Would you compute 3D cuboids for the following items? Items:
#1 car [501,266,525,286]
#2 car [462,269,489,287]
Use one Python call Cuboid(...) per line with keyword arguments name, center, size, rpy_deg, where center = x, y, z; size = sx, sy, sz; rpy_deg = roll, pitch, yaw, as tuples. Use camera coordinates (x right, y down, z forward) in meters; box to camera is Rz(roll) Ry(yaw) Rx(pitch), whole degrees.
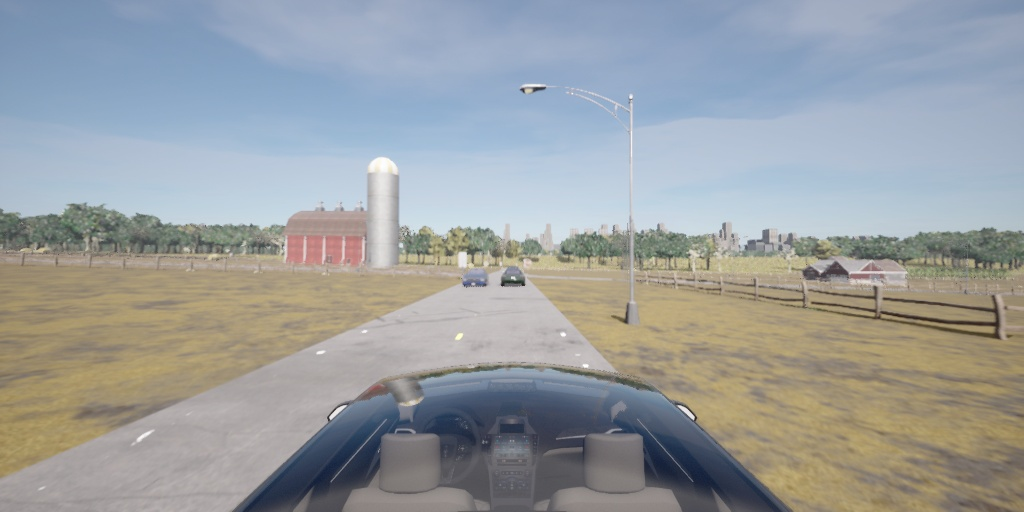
Cuboid(name="car", center=(0.095, 1.773, 30.723), size=(1.994, 1.385, 4.181), rpy_deg=(0, -1, 0))
Cuboid(name="car", center=(-2.844, 1.726, 29.087), size=(2.033, 1.411, 5.357), rpy_deg=(0, -1, 0))
